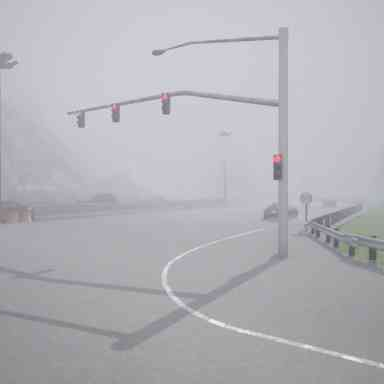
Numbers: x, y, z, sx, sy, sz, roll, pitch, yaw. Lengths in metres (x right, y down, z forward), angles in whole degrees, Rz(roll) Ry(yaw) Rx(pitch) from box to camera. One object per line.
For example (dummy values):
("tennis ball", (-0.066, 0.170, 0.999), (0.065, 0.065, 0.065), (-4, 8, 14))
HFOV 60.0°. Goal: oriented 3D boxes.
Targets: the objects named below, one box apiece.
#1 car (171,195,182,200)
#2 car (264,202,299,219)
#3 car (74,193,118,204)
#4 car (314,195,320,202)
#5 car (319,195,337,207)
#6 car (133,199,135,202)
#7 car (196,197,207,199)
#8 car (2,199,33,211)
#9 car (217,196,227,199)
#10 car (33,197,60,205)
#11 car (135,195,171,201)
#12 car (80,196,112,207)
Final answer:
("car", (-3.640, 1.400, 75.122), (2.033, 1.411, 5.357), (0, 0, 14))
("car", (7.641, 1.548, 28.300), (1.994, 1.385, 4.181), (0, 0, 32))
("car", (-11.024, 1.158, 38.474), (2.150, 2.045, 5.566), (0, 0, 33))
("car", (28.096, 1.481, 72.896), (1.837, 1.490, 4.892), (0, 0, 7))
("car", (21.598, 1.535, 52.176), (2.033, 1.411, 5.357), (0, 0, 24))
("car", (-8.998, 1.522, 61.756), (1.895, 1.301, 4.718), (0, 0, 27))
("car", (1.495, 1.544, 59.350), (1.895, 1.301, 4.718), (0, 0, 25))
("car", (-16.988, 1.442, 29.141), (1.837, 1.490, 4.892), (0, 0, 33))
("car", (6.702, 1.489, 73.274), (1.994, 1.385, 4.181), (0, 0, 14))
("car", (-19.907, 1.409, 44.062), (2.128, 1.511, 4.902), (0, 0, 33))
("car", (-5.492, 1.295, 47.271), (2.097, 1.767, 4.553), (0, 0, 32))
("car", (-14.916, 1.445, 51.940), (1.812, 1.442, 4.674), (0, 0, 32))
